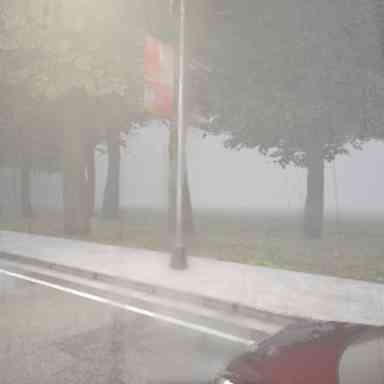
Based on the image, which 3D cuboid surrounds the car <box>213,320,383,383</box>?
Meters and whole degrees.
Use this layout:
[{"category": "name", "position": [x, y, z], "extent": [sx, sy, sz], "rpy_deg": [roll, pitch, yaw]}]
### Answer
[{"category": "car", "position": [2.345, 1.507, 1.890], "extent": [4.792, 1.488, 2.163], "rpy_deg": [0, 0, 35]}]
